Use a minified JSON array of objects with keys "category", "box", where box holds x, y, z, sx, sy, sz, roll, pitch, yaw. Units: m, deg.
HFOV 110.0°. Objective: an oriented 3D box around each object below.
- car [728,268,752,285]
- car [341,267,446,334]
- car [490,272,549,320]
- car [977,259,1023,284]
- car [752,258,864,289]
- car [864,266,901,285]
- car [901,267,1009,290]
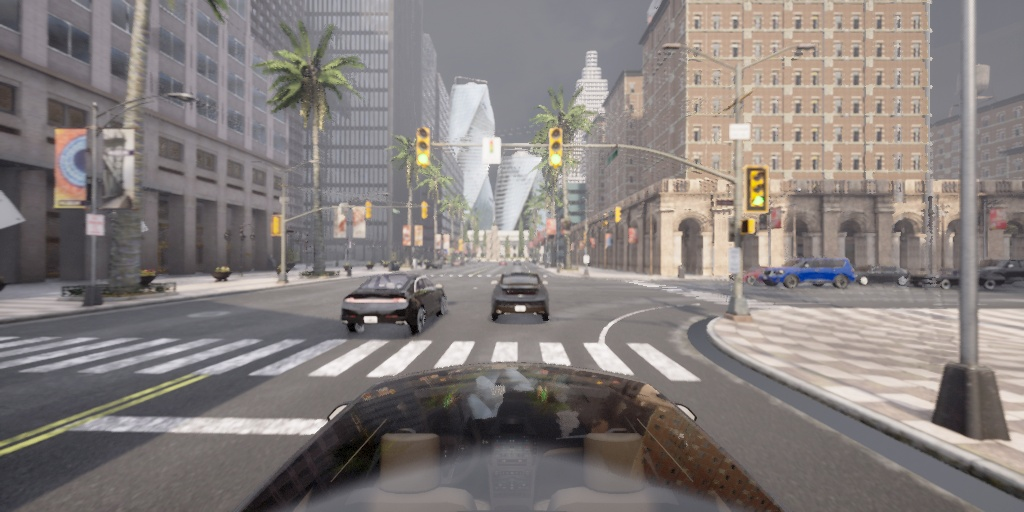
[{"category":"car","box":[19.512,1.514,28.274,4.181,1.385,1.994,0,0,1]},{"category":"car","box":[-3.243,1.264,10.702,2.128,1.511,4.902,0,0,0]},{"category":"car","box":[0.274,1.302,12.917,1.837,1.490,4.892,0,0,1]},{"category":"car","box":[38.310,1.259,28.015,5.566,2.045,2.150,0,0,1]},{"category":"car","box":[20.286,1.161,24.764,5.566,2.045,2.150,0,0,1]},{"category":"car","box":[28.275,1.495,28.153,4.892,1.490,1.837,0,0,1]},{"category":"car","box":[30.301,1.587,24.628,4.718,1.301,1.895,0,0,1]}]
